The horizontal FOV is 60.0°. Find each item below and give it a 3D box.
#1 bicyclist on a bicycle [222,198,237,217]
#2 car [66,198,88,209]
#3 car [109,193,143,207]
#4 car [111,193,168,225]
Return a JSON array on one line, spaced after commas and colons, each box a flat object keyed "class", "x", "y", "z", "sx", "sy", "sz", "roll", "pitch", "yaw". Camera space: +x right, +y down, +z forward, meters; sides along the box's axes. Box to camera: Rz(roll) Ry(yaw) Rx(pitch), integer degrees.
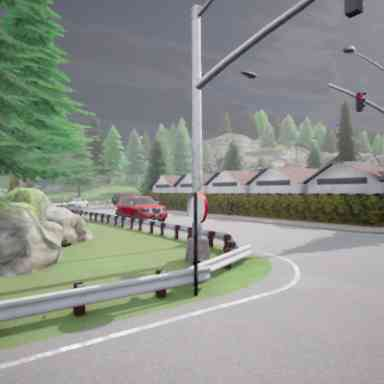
[{"class": "bicyclist on a bicycle", "x": 3.215, "y": 1.306, "z": 28.561, "sx": 1.656, "sy": 1.620, "sz": 0.582, "roll": -1, "pitch": 1, "yaw": -35}, {"class": "car", "x": -15.999, "y": 1.569, "z": 46.537, "sx": 1.812, "sy": 1.442, "sz": 4.674, "roll": -1, "pitch": 0, "yaw": 0}, {"class": "car", "x": -10.485, "y": 1.179, "z": 53.358, "sx": 2.150, "sy": 2.045, "sz": 5.566, "roll": 0, "pitch": 0, "yaw": 31}, {"class": "car", "x": -4.048, "y": 1.298, "z": 25.885, "sx": 2.150, "sy": 2.045, "sz": 5.566, "roll": -1, "pitch": 0, "yaw": -35}]
